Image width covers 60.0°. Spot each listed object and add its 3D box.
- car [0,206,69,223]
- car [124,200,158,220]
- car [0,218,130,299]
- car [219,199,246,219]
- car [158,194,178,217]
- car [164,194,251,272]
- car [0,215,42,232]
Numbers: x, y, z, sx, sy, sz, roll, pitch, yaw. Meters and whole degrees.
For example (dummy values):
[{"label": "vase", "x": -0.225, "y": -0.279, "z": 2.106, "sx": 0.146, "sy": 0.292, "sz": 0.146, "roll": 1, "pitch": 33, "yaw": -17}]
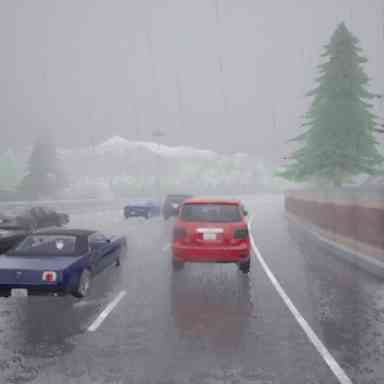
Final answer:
[{"label": "car", "x": -8.996, "y": 1.473, "z": 18.771, "sx": 2.033, "sy": 1.411, "sz": 5.357, "roll": 0, "pitch": 0, "yaw": 8}, {"label": "car", "x": -3.927, "y": 1.392, "z": 27.316, "sx": 1.882, "sy": 1.535, "sz": 5.008, "roll": 0, "pitch": 0, "yaw": 11}, {"label": "car", "x": -3.036, "y": 1.570, "z": 8.357, "sx": 1.895, "sy": 1.301, "sz": 4.718, "roll": 0, "pitch": 0, "yaw": 4}, {"label": "car", "x": 3.631, "y": 1.405, "z": 29.129, "sx": 1.882, "sy": 1.535, "sz": 5.008, "roll": 0, "pitch": 0, "yaw": 13}, {"label": "car", "x": -0.656, "y": 1.147, "z": 25.984, "sx": 2.150, "sy": 2.045, "sz": 5.566, "roll": 0, "pitch": 0, "yaw": 11}, {"label": "car", "x": 0.677, "y": 1.192, "z": 10.912, "sx": 2.150, "sy": 2.045, "sz": 5.566, "roll": 0, "pitch": 0, "yaw": 5}, {"label": "car", "x": -6.466, "y": 1.559, "z": 9.408, "sx": 1.895, "sy": 1.301, "sz": 4.718, "roll": 0, "pitch": 0, "yaw": 4}]
